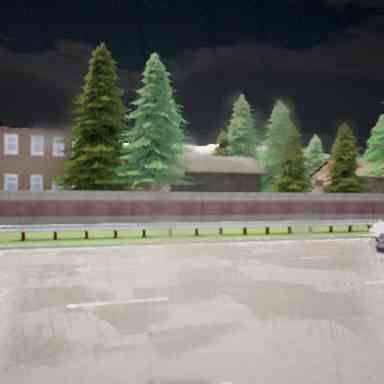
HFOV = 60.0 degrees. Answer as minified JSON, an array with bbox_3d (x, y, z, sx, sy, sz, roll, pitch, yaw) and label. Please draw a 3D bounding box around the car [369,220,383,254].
[{"bbox_3d":[9.199,1.758,11.735,5.357,1.411,2.033,1,-1,-15],"label":"car"}]
